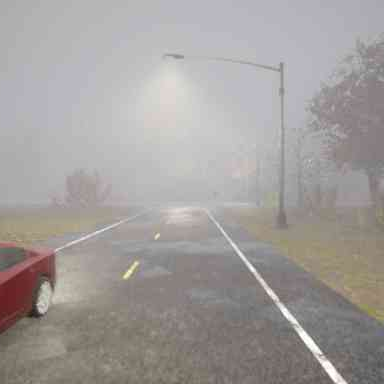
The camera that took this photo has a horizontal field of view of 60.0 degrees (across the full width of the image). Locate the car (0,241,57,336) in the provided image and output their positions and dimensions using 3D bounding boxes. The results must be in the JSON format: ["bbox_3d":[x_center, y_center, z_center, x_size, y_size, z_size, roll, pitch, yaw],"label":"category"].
[{"bbox_3d":[-3.599,1.477,4.561,1.882,1.535,5.008,0,0,0],"label":"car"}]
